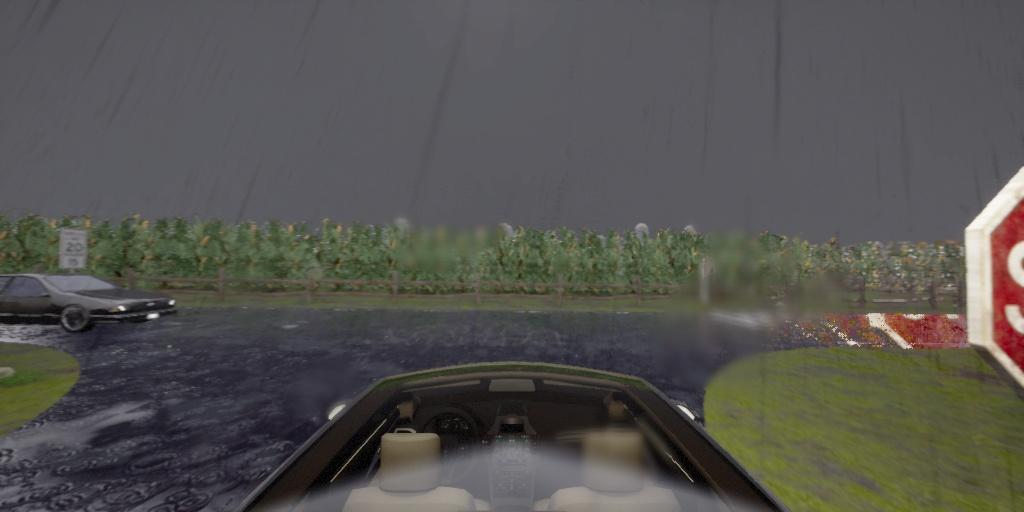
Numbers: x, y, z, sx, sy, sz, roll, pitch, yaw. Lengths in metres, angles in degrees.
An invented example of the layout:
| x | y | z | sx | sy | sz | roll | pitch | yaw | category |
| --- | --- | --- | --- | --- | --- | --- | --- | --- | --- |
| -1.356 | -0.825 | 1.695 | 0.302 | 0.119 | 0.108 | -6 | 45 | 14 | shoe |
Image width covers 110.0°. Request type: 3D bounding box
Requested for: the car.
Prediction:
| x | y | z | sx | sy | sz | roll | pitch | yaw | category |
| --- | --- | --- | --- | --- | --- | --- | --- | --- | --- |
| -12.166 | 1.157 | 9.408 | 5.357 | 1.411 | 2.033 | 1 | -2 | -3 | car |
